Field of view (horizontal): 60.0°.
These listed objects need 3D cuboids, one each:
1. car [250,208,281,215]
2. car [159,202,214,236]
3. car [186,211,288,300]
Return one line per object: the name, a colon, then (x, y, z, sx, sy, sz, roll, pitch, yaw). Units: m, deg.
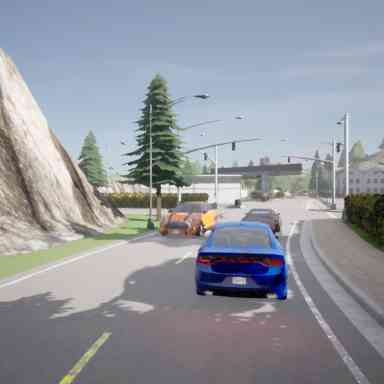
car: (3.720, 1.564, 17.739, 1.994, 1.385, 4.181, 0, 0, 17)
car: (-0.083, 1.351, 18.171, 2.097, 1.767, 4.553, 0, 0, 18)
car: (1.304, 1.478, 8.553, 1.882, 1.535, 5.008, 0, 0, 10)
